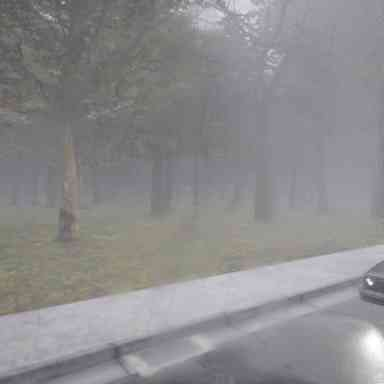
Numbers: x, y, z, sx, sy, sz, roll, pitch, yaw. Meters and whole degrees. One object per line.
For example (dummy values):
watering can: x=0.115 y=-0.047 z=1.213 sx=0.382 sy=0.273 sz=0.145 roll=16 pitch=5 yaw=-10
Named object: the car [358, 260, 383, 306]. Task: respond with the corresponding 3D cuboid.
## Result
car: x=5.722 y=1.551 z=7.030 sx=5.357 sy=1.411 sz=2.033 roll=0 pitch=0 yaw=-36
